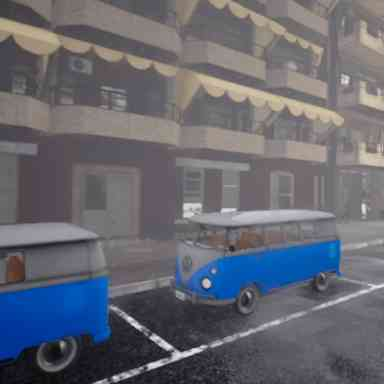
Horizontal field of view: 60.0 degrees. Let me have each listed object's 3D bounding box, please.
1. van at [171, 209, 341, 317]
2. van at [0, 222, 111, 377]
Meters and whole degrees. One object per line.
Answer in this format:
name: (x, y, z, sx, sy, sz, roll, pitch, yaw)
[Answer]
van: (1.508, 1.308, 7.143, 3.998, 1.788, 1.690, 0, 2, -35)
van: (-2.996, 1.343, 3.932, 3.998, 1.788, 1.690, -1, 2, -35)
